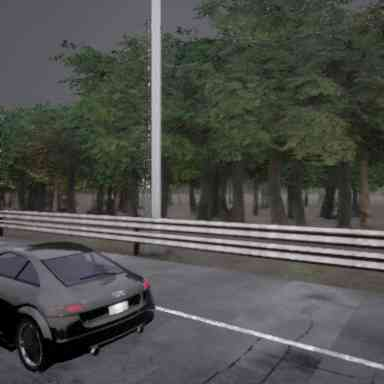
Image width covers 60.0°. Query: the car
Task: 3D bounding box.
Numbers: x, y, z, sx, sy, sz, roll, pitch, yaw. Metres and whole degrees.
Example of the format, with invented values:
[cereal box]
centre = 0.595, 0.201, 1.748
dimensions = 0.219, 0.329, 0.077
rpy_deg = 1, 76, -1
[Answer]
[car]
centre = -2.641, 1.580, 5.750
dimensions = 4.181, 1.385, 1.994
rpy_deg = 0, 0, 36
